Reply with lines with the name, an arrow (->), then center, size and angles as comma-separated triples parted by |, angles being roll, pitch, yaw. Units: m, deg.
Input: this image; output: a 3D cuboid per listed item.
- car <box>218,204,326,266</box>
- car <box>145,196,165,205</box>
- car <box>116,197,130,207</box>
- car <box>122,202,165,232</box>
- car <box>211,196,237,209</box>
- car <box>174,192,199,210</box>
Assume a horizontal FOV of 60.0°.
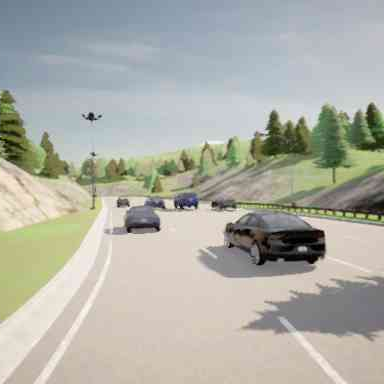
car -> 2.534, 1.376, 11.362 | 1.882, 1.535, 5.008 | -1, 0, -10
car -> -4.725, 1.264, 42.248 | 2.097, 1.767, 4.553 | -1, 0, -14
car -> -10.667, 1.485, 51.399 | 2.128, 1.511, 4.902 | -1, 0, -15
car -> -3.102, 1.538, 20.351 | 1.994, 1.385, 4.181 | -1, 0, -13
car -> 3.547, 1.255, 37.835 | 2.128, 1.511, 4.902 | -1, 0, -14
car -> -0.742, 1.060, 40.680 | 2.150, 2.045, 5.566 | -1, 0, -14
